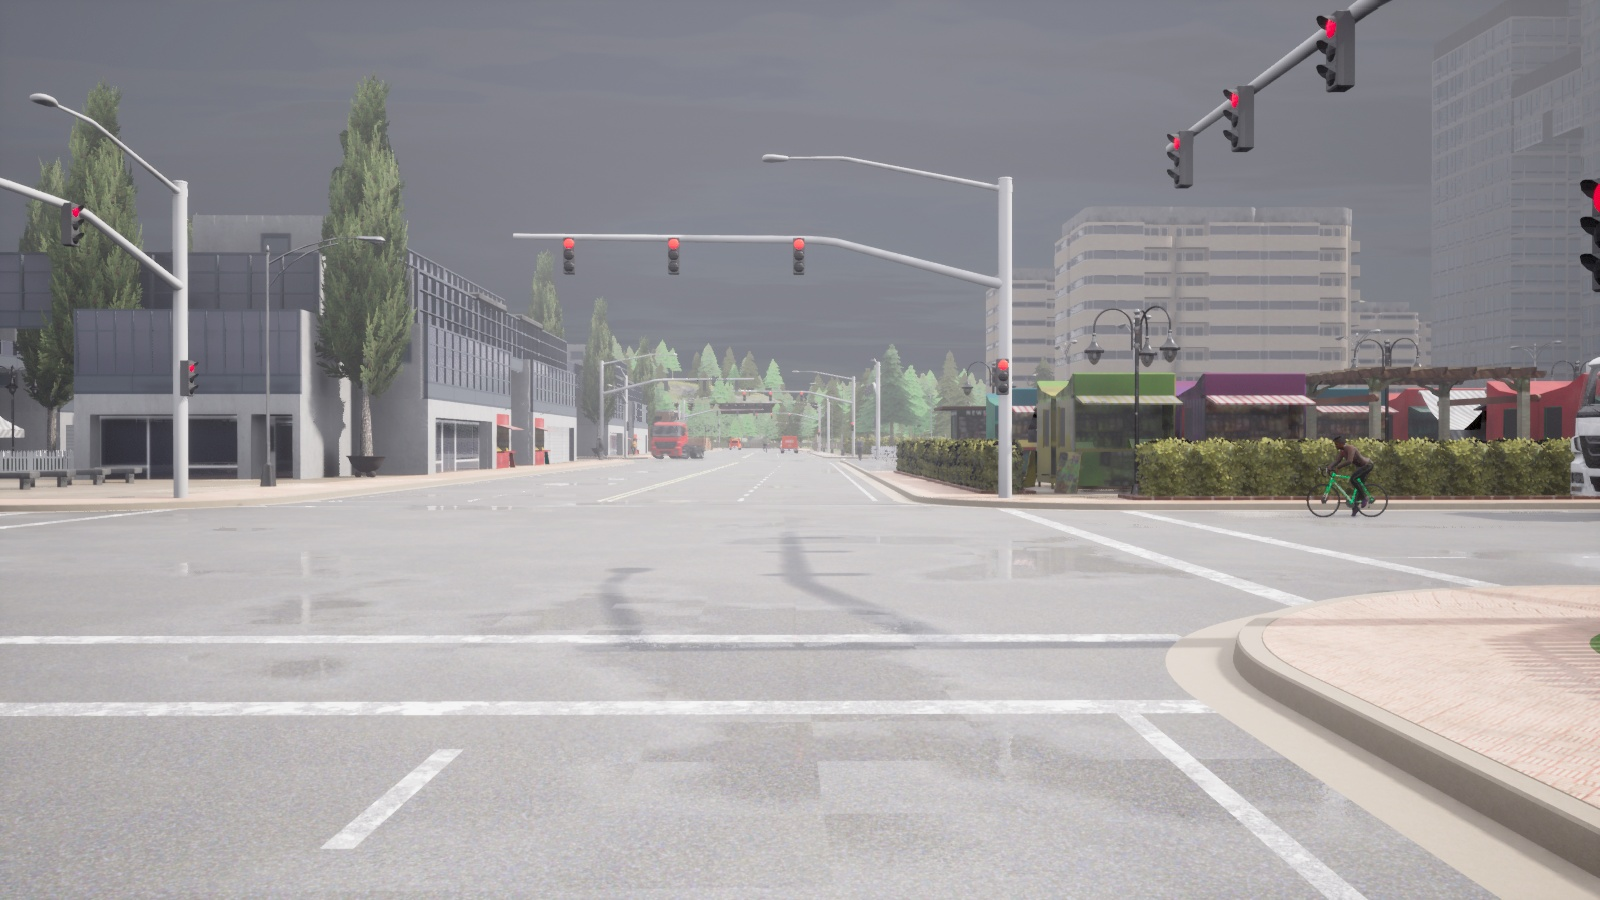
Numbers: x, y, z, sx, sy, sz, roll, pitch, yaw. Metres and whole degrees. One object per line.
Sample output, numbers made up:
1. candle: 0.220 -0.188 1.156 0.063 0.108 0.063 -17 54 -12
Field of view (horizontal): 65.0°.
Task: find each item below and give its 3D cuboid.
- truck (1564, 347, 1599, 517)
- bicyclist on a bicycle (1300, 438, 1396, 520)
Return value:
1. truck: 20.193 -0.362 25.251 7.936 3.462 2.891 0 0 -1
2. bicyclist on a bicycle: 10.932 0.567 25.075 1.656 1.620 0.582 0 0 -1
